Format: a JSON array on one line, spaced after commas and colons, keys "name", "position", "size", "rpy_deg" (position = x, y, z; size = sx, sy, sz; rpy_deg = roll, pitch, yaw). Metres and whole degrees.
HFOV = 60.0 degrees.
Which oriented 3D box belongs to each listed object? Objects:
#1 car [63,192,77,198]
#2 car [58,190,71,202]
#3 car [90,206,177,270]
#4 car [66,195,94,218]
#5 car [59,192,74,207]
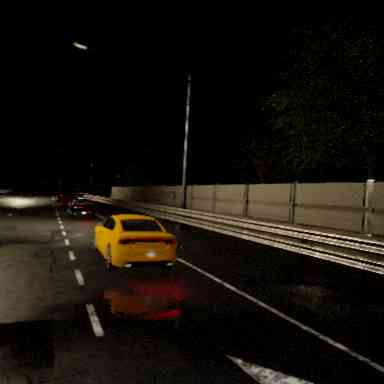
[{"name": "car", "position": [-30.891, 0.837, 84.316], "size": [1.895, 1.301, 4.718], "rpy_deg": [4, -2, -5]}, {"name": "car", "position": [-22.241, 0.746, 58.256], "size": [2.150, 2.045, 5.566], "rpy_deg": [4, -1, -23]}, {"name": "car", "position": [-2.073, 1.498, 11.180], "size": [1.882, 1.535, 5.008], "rpy_deg": [4, -1, -23]}, {"name": "car", "position": [-9.271, 1.336, 27.877], "size": [1.837, 1.490, 4.892], "rpy_deg": [3, -1, -23]}, {"name": "car", "position": [-15.751, 1.153, 42.994], "size": [1.882, 1.535, 5.008], "rpy_deg": [4, -1, -23]}]
